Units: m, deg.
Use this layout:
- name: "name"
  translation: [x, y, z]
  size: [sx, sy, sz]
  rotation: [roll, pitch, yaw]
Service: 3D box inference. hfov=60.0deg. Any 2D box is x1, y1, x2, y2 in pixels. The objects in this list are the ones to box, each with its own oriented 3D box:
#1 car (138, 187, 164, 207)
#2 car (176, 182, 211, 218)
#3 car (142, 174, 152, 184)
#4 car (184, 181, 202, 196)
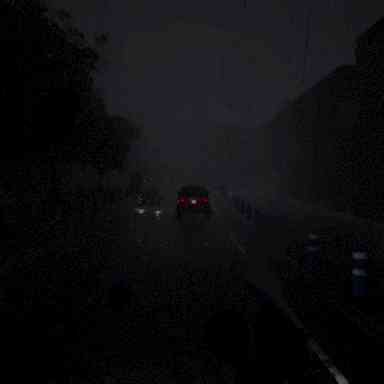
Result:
- name: "car"
  translation: [-3.592, 0.392, 29.794]
  size: [1.837, 1.490, 4.892]
  rotation: [0, 4, 0]
- name: "car"
  translation: [0.105, 0.530, 22.843]
  size: [2.150, 2.045, 5.566]
  rotation: [0, 3, 0]
- name: "car"
  translation: [-11.005, -2.807, 71.116]
  size: [5.566, 2.045, 2.150]
  rotation: [4, 4, 43]
- name: "car"
  translation: [0.109, -0.484, 41.626]
  size: [2.128, 1.511, 4.902]
  rotation: [0, 4, 0]
